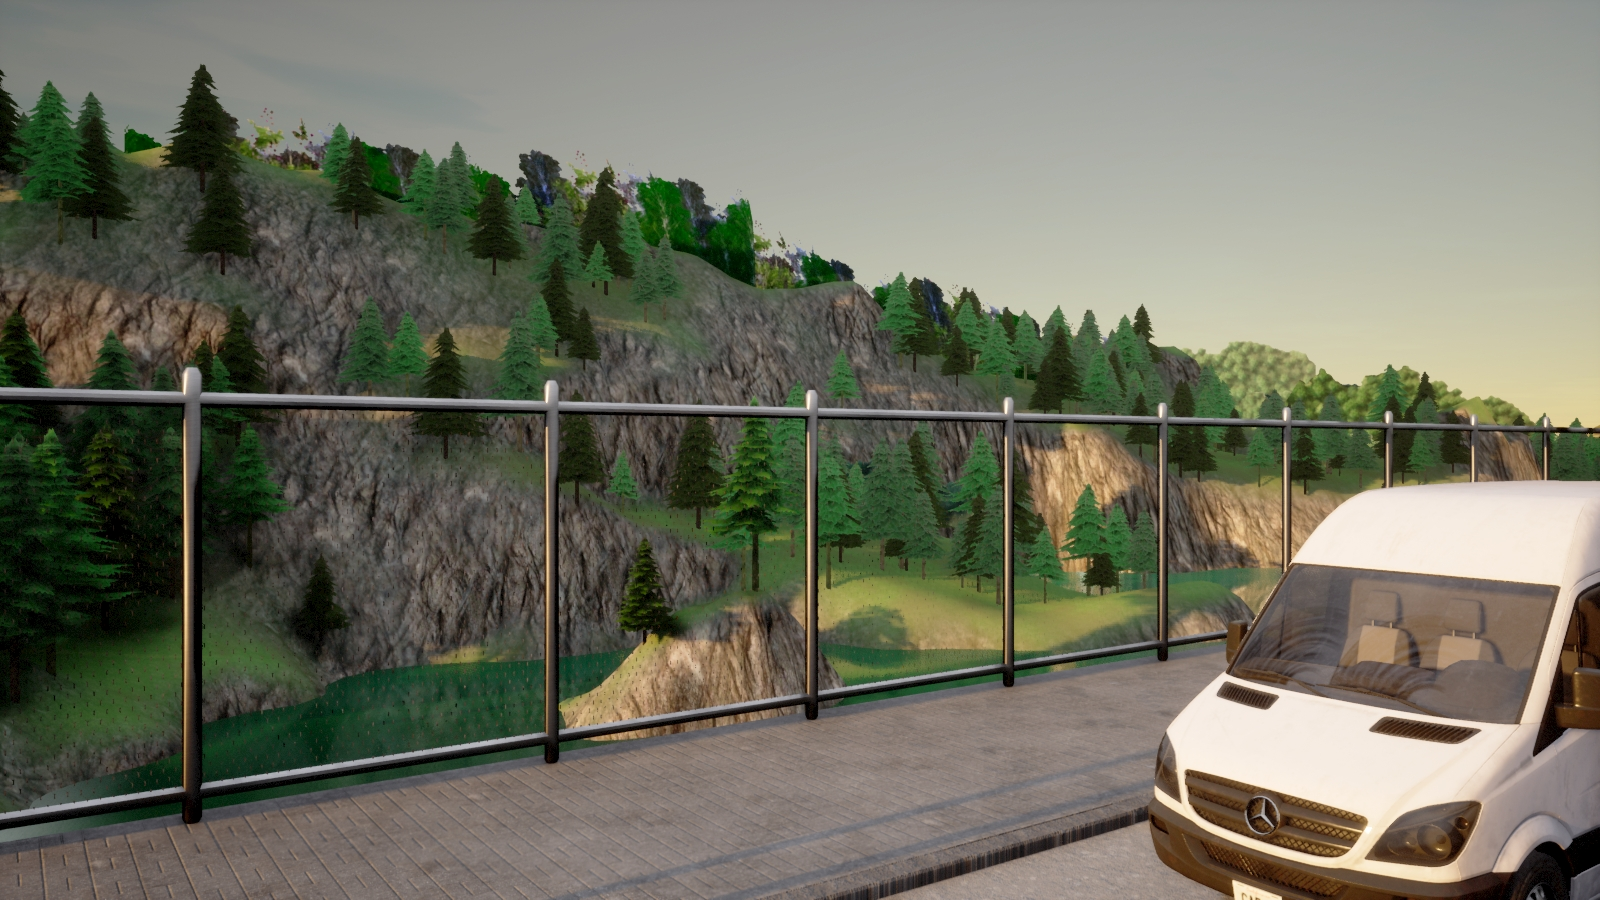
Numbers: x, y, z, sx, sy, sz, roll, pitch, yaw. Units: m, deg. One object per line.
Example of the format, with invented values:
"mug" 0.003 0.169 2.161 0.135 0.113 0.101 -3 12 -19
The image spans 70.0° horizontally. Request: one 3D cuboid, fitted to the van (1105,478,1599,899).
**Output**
"van" 4.839 1.531 7.775 5.915 2.561 1.988 0 0 -35
